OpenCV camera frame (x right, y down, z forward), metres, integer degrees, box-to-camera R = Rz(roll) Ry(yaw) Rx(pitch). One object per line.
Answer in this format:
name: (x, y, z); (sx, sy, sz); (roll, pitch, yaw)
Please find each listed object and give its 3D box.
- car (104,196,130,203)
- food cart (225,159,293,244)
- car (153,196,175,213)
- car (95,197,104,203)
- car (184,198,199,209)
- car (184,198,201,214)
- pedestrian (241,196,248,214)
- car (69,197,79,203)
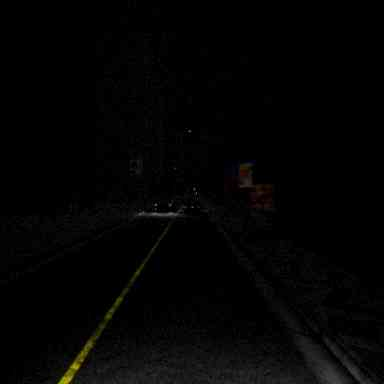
car: (-13.571, 1.383, 61.821); (4.097, 1.590, 1.967); (0, -2, -1)
food cart: (3.079, 0.451, 16.475); (2.280, 3.560, 4.660); (-2, -2, 0)
car: (-3.106, 1.348, 37.513); (2.097, 1.767, 4.553); (0, 0, 0)
car: (-19.041, 1.741, 70.330); (4.313, 1.339, 1.947); (0, -2, 0)
car: (-0.008, 1.572, 47.075); (1.994, 1.385, 4.181); (0, 0, 1)
car: (0.059, 1.542, 35.628); (2.033, 1.411, 5.357); (0, 0, 0)
pedestrian: (3.126, 1.127, 19.422); (0.375, 1.860, 0.375); (2, -2, -10)
car: (-24.527, 1.760, 70.319); (4.206, 1.307, 1.802); (0, -2, 0)
